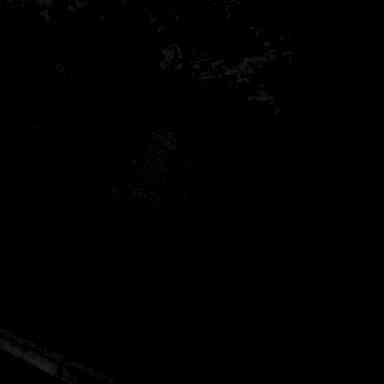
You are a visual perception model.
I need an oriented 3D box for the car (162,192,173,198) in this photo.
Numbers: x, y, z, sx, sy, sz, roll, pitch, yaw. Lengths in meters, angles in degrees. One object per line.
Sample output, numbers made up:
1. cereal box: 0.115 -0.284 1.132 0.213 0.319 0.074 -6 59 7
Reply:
1. car: -5.944 0.901 95.048 2.435 2.045 5.566 6 2 41
